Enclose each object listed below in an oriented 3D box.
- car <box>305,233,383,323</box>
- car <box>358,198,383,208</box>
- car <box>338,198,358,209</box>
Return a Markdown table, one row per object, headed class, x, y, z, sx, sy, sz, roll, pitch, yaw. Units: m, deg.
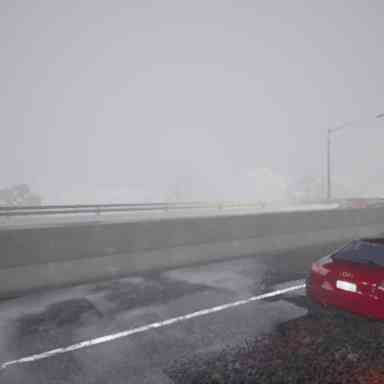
| class | x | y | z | sx | sy | sz | roll | pitch | yaw |
| --- | --- | --- | --- | --- | --- | --- | --- | --- | --- |
| car | 4.217 | 1.534 | 6.720 | 4.181 | 1.385 | 1.994 | 0 | 0 | -35 |
| car | 19.666 | 1.433 | 34.702 | 4.181 | 1.385 | 1.994 | 0 | 0 | -34 |
| car | 18.798 | 1.389 | 38.347 | 4.674 | 1.442 | 1.812 | 0 | 0 | -34 |
